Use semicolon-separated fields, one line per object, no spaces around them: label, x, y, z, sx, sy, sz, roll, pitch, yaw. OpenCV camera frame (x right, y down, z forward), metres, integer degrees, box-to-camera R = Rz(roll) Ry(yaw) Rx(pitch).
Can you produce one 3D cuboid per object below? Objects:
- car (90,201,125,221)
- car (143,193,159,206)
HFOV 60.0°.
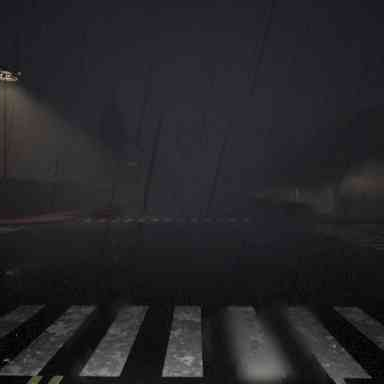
car;-6.896;1.490;27.549;1.882;1.535;5.008;0;0;1
car;-6.640;1.244;54.267;2.150;2.045;5.566;0;0;0
